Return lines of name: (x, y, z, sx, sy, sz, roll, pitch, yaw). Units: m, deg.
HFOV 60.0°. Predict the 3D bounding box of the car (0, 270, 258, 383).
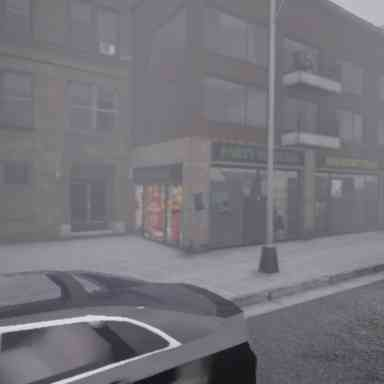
car: (-1.721, 1.433, 2.226, 4.902, 1.511, 2.128, 0, 1, -34)
